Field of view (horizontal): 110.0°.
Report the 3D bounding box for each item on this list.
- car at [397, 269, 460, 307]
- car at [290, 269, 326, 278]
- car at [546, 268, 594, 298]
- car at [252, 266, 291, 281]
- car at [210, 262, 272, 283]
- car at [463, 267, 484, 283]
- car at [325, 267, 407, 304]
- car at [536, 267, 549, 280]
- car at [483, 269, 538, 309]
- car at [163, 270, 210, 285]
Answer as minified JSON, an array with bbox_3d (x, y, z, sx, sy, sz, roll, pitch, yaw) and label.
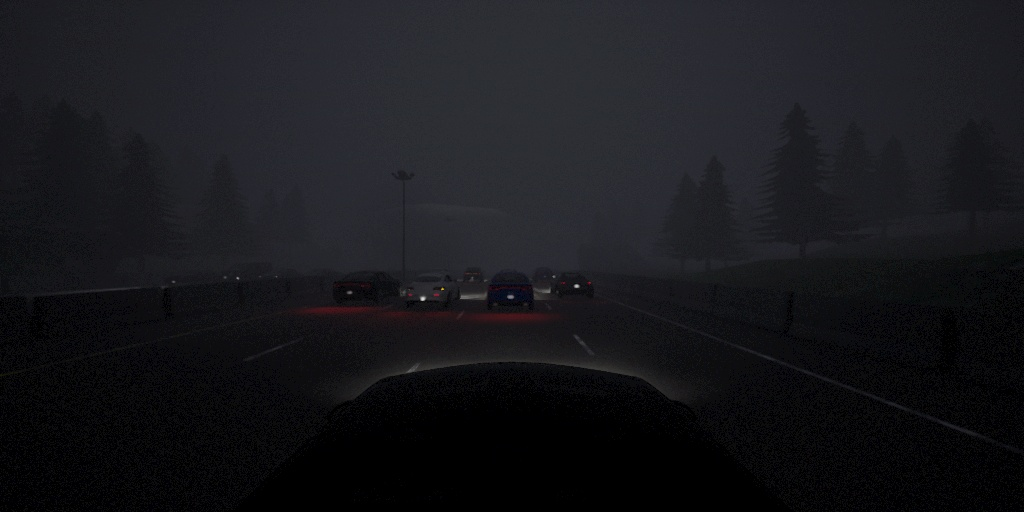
[{"bbox_3d":[-3.585,1.497,16.638,1.812,1.442,4.674,0,-1,-1],"label":"car"},{"bbox_3d":[-17.997,1.893,33.776,2.033,1.411,5.357,0,-1,-1],"label":"car"},{"bbox_3d":[3.366,1.606,20.770,1.994,1.385,4.181,0,-1,-1],"label":"car"},{"bbox_3d":[-21.492,1.869,33.554,1.812,1.442,4.674,0,-1,-1],"label":"car"},{"bbox_3d":[-24.998,1.578,33.965,2.150,2.045,5.566,0,-1,-1],"label":"car"},{"bbox_3d":[-3.836,1.910,36.611,1.837,1.490,4.892,0,-1,-1],"label":"car"},{"bbox_3d":[-7.101,1.478,18.091,1.882,1.535,5.008,0,-1,-1],"label":"car"},{"bbox_3d":[3.159,1.887,37.025,1.882,1.535,5.008,0,-1,-1],"label":"car"},{"bbox_3d":[-0.079,1.438,16.119,1.882,1.535,5.008,0,-1,-1],"label":"car"},{"bbox_3d":[-28.478,1.921,32.368,1.895,1.301,4.718,0,-1,-1],"label":"car"}]
